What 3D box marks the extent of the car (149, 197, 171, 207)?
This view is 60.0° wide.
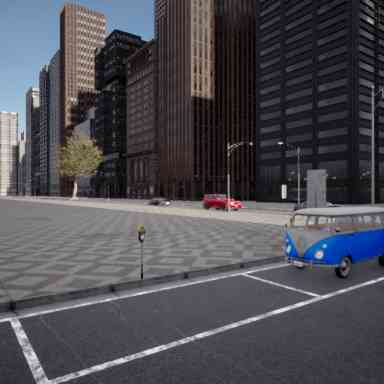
[{"bbox_3d":[-5.144,1.608,53.336,2.128,1.511,4.902,0,0,-35],"label":"car"}]

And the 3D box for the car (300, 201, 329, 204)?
[{"bbox_3d":[11.543,1.535,30.066,2.128,1.511,4.902,0,0,-36],"label":"car"}]

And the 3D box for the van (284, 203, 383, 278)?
[{"bbox_3d":[4.463,1.341,9.836,3.998,1.788,1.690,0,0,-36],"label":"van"}]

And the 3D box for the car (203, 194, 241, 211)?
[{"bbox_3d":[3.611,1.296,41.087,2.150,2.045,5.566,0,0,-36],"label":"car"}]
